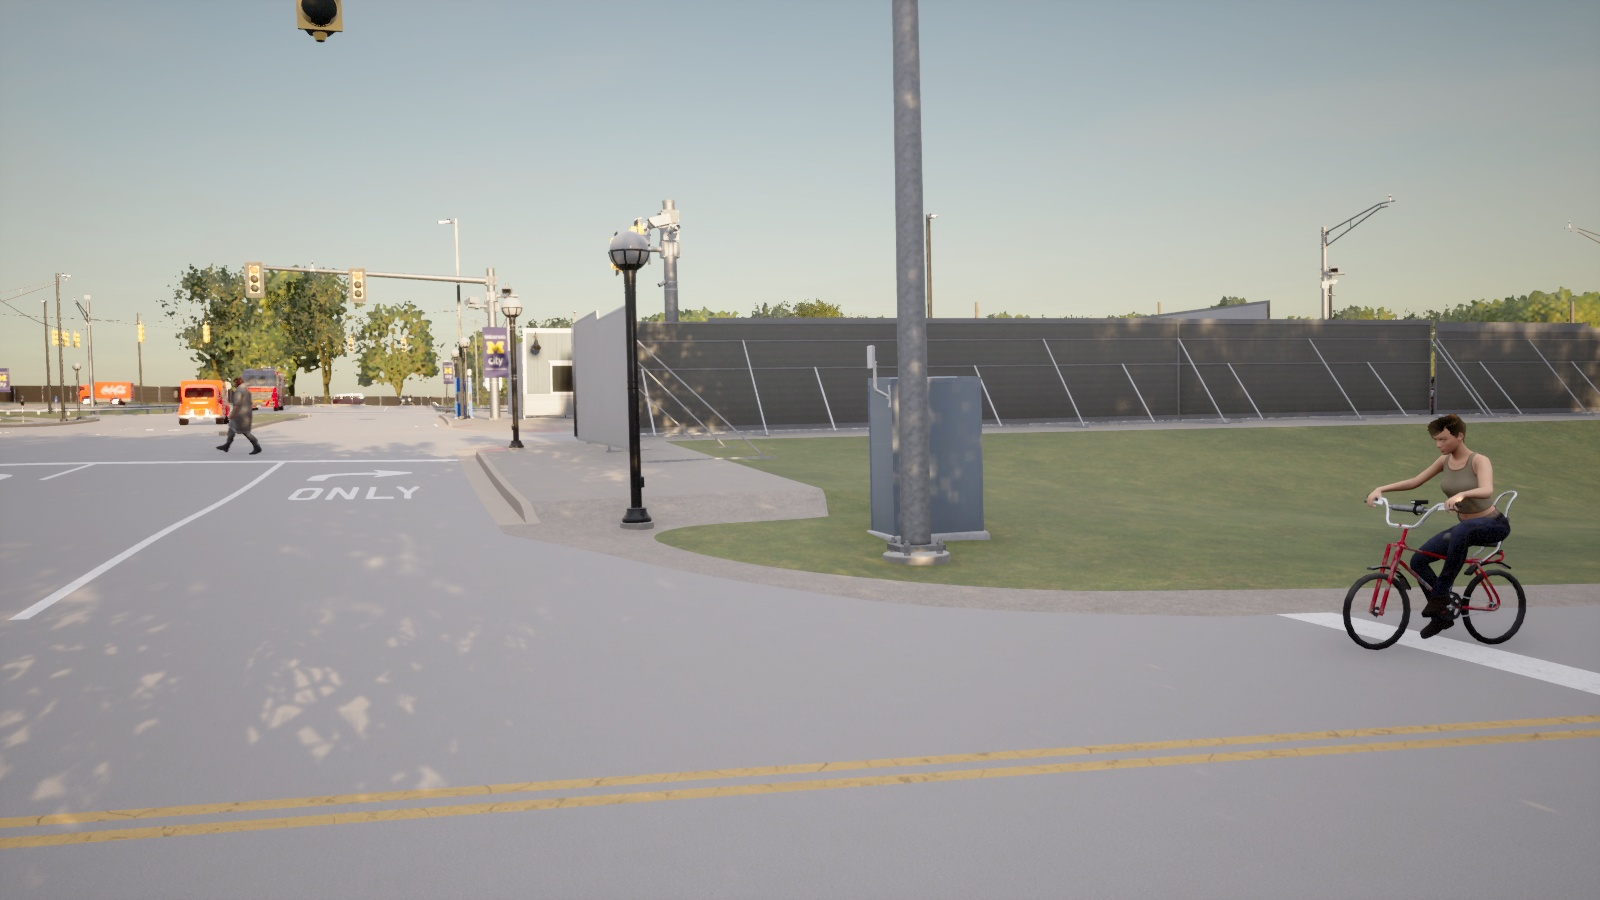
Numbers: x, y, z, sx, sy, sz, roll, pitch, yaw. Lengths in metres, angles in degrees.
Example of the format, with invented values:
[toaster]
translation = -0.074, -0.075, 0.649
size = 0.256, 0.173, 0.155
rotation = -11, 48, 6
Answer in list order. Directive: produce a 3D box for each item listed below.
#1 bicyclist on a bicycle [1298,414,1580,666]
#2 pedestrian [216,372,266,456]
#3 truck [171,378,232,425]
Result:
[bicyclist on a bicycle]
translation = 4.373, 0.568, 8.648
size = 1.509, 1.612, 0.866
rotation = 0, 1, -14
[pedestrian]
translation = -13.205, -0.851, 29.699
size = 0.873, 1.952, 0.659
rotation = -2, 2, -10
[truck]
translation = -33.019, -2.678, 69.406
size = 2.627, 2.467, 5.204
rotation = -1, 2, -21
